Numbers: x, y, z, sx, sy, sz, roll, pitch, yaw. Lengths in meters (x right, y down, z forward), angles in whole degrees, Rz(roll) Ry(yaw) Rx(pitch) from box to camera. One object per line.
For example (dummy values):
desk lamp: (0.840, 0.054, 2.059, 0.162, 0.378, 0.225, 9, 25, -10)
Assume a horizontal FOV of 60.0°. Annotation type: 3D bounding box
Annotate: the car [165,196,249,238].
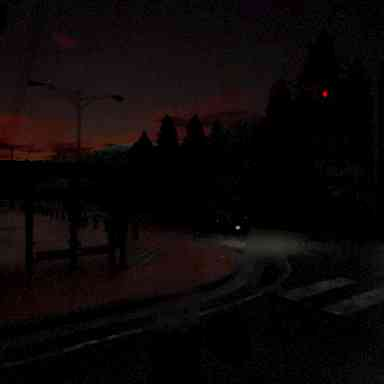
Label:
car: (0.622, 1.276, 18.152, 2.150, 2.045, 5.566, 0, 1, -35)
